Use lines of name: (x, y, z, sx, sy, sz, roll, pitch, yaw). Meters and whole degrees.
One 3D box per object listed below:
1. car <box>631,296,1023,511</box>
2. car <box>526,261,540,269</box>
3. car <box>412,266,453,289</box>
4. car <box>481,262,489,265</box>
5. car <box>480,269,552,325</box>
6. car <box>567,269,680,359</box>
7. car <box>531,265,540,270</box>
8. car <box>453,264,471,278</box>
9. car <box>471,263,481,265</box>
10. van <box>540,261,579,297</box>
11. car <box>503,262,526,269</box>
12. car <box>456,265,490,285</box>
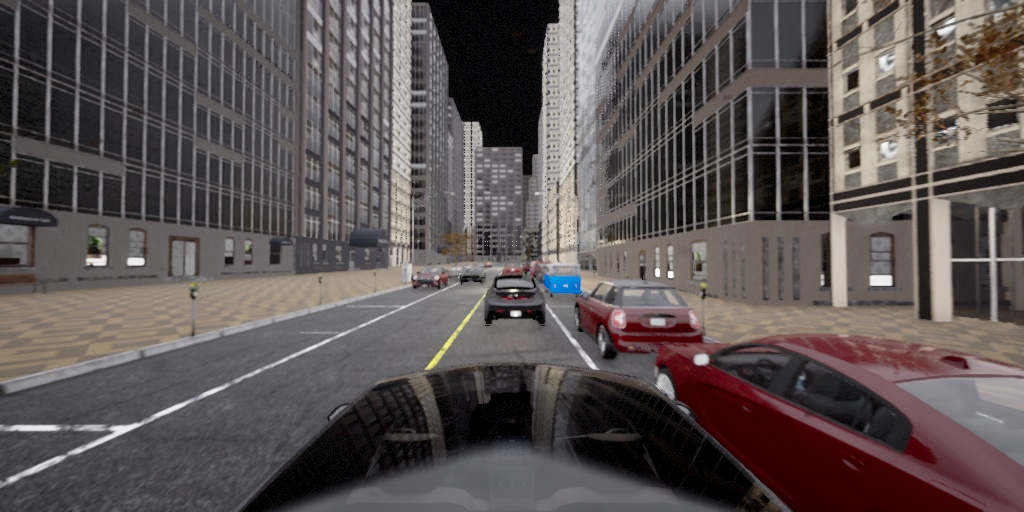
car: (2.692, 1.308, 2.920, 1.888, 1.381, 4.507, 0, 0, 0)
car: (2.676, 1.381, 31.125, 2.192, 1.841, 5.009, 0, 0, 0)
car: (-5.701, 1.446, 25.451, 1.967, 1.591, 4.097, 0, 0, 0)
car: (-5.724, 1.973, 64.949, 2.007, 1.370, 4.403, 0, 0, 0)
car: (0.066, 1.370, 12.302, 1.837, 1.490, 4.892, 0, -1, -1)
car: (2.689, 1.264, 8.561, 1.967, 1.591, 4.097, 0, 0, 0)
car: (2.679, 1.557, 25.484, 2.007, 1.370, 4.403, 0, 0, 0)
car: (-5.708, 1.676, 36.736, 2.007, 1.370, 4.403, 0, 0, 0)
car: (-5.715, 1.796, 48.021, 2.007, 1.370, 4.403, 0, 0, 0)
van: (2.682, 1.287, 19.843, 1.690, 1.789, 3.998, 0, 0, 0)
car: (0.081, 1.496, 38.455, 2.097, 1.767, 4.553, 0, -1, 0)
car: (-3.099, 1.648, 29.284, 1.895, 1.301, 4.718, 0, -1, 0)
